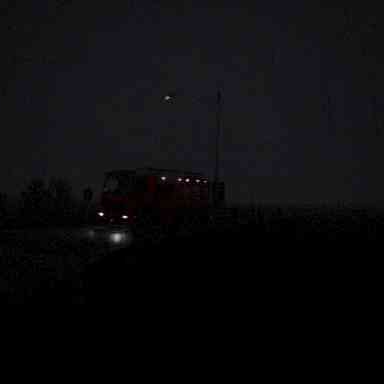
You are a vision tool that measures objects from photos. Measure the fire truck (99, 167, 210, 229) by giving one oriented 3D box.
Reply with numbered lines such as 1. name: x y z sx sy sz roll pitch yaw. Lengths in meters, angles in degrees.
1. fire truck: -2.209 0.341 23.275 2.891 3.827 8.468 3 1 37
